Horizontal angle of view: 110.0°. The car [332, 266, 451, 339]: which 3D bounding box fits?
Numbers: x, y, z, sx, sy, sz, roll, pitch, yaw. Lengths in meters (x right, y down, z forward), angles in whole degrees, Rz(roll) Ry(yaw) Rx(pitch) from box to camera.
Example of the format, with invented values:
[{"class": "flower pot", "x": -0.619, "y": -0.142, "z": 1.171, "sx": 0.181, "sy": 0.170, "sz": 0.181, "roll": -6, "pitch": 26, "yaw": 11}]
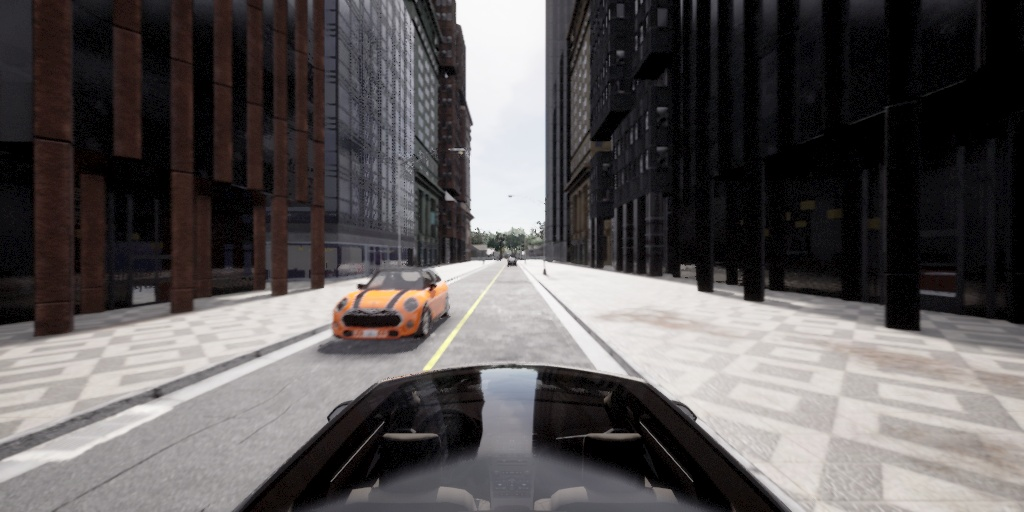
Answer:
[{"class": "car", "x": -3.087, "y": 1.101, "z": 10.071, "sx": 2.097, "sy": 1.767, "sz": 4.553, "roll": 0, "pitch": 0, "yaw": 0}]
